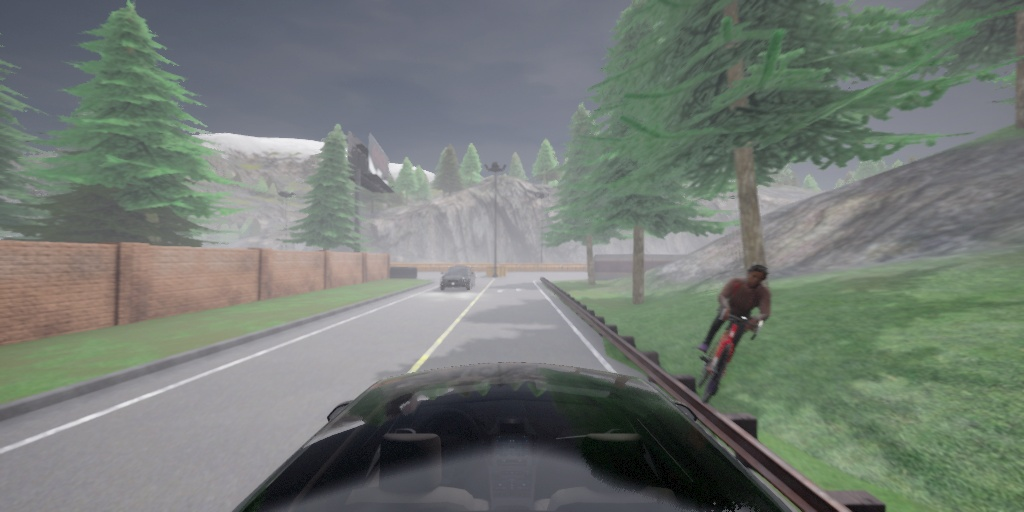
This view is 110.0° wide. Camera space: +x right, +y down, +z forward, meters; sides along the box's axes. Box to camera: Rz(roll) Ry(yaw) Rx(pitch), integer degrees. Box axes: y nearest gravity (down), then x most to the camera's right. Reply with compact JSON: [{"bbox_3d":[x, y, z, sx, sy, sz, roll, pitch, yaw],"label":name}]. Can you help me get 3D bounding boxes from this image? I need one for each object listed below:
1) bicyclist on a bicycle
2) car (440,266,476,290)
[{"bbox_3d":[2.528,0.877,4.172,0.582,1.620,1.656,24,2,26],"label":"bicyclist on a bicycle"},{"bbox_3d":[-3.471,1.406,23.589,1.837,1.490,4.892,0,-1,0],"label":"car"}]
